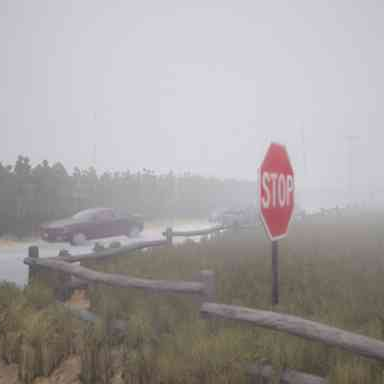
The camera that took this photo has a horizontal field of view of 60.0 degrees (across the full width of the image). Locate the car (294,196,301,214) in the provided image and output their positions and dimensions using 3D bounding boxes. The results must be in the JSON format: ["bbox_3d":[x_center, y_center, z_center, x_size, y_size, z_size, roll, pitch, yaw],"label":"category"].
[{"bbox_3d":[9.601,1.391,34.695,2.150,2.045,5.566,-1,-1,36],"label":"car"}]

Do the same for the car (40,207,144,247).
[{"bbox_3d":[-4.399,1.475,15.357,1.882,1.535,5.008,-1,-1,36],"label":"car"}]

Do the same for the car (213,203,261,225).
[{"bbox_3d":[3.694,1.544,20.962,2.128,1.511,4.902,-1,-1,36],"label":"car"}]

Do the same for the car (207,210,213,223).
[{"bbox_3d":[3.034,1.599,25.645,2.128,1.511,4.902,-1,-1,36],"label":"car"}]
